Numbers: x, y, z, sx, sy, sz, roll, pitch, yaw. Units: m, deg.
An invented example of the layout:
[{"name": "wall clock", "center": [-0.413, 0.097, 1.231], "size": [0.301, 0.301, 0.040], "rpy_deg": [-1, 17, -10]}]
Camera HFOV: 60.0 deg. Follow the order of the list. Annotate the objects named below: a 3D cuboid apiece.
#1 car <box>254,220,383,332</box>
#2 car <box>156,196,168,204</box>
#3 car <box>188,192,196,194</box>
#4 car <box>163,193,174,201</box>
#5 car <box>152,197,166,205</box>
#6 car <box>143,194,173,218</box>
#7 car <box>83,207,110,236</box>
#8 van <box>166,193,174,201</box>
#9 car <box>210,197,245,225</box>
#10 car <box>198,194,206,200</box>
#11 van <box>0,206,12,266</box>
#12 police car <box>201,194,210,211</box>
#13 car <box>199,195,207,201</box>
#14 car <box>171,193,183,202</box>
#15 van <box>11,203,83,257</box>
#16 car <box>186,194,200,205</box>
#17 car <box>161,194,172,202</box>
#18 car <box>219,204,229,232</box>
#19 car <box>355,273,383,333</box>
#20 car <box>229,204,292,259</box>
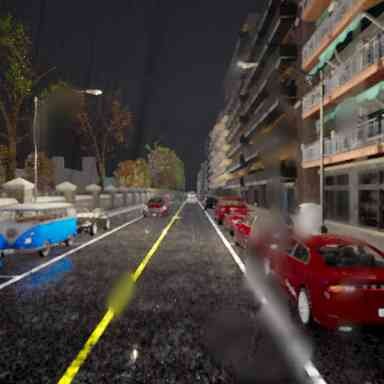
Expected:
[{"name": "car", "center": [2.693, 1.532, 6.827], "size": [1.887, 1.381, 4.507], "rpy_deg": [0, 0, 0]}, {"name": "car", "center": [-5.678, 1.511, 63.133], "size": [1.802, 1.307, 4.206], "rpy_deg": [0, 0, 0]}, {"name": "car", "center": [0.016, 1.044, 79.536], "size": [2.150, 2.045, 5.566], "rpy_deg": [0, 0, 0]}, {"name": "car", "center": [-5.676, 1.246, 80.020], "size": [2.192, 1.841, 5.009], "rpy_deg": [0, 0, 0]}, {"name": "car", "center": [-5.679, 1.500, 57.502], "size": [1.947, 1.339, 4.313], "rpy_deg": [0, 0, 0]}, {"name": "car", "center": [-3.089, 1.310, 29.662], "size": [2.097, 1.767, 4.553], "rpy_deg": [0, 0, 0]}, {"name": "car", "center": [-5.685, 1.521, 18.088], "size": [2.008, 1.369, 4.403], "rpy_deg": [0, 0, 0]}, {"name": "van", "center": [-5.675, 1.276, 85.651], "size": [1.690, 1.788, 3.998], "rpy_deg": [0, 0, 0]}, {"name": "car", "center": [2.696, 1.279, 23.717], "size": [2.192, 1.841, 5.009], "rpy_deg": [0, 0, 0]}, {"name": "car", "center": [2.706, 1.378, 91.280], "size": [1.967, 1.590, 4.097], "rpy_deg": [0, 0, 0]}, {"name": "van", "center": [-5.687, 1.328, 6.828], "size": [1.690, 1.788, 3.998], "rpy_deg": [0, 0, 0]}, {"name": "police car", "center": [2.373, 1.374, 39.537], "size": [1.930, 1.638, 5.238], "rpy_deg": [0, 0, 0]}, {"name": "car", "center": [2.704, 1.513, 80.019], "size": [1.802, 1.307, 4.206], "rpy_deg": [0, 0, 0]}, {"name": "car", "center": [-2.988, 1.377, 70.969], "size": [1.882, 1.535, 5.008], "rpy_deg": [0, 0, 0]}, {"name": "van", "center": [-5.685, 1.319, 12.458], "size": [1.690, 1.788, 3.998], "rpy_deg": [0, 0, 0]}, {"name": "car", "center": [0.012, 1.459, 58.795], "size": [1.812, 1.442, 4.674], "rpy_deg": [0, 0, 0]}, {"name": "car", "center": [-5.676, 1.368, 74.389], "size": [1.967, 1.590, 4.097], "rpy_deg": [0, 0, 0]}, {"name": "car", "center": [2.695, 1.552, 18.088], "size": [1.802, 1.307, 4.206], "rpy_deg": [0, 0, 0]}, {"name": "car", "center": [2.693, 1.548, 1.198], "size": [2.008, 1.369, 4.403], "rpy_deg": [0, 0, 0]}, {"name": "car", "center": [2.695, 1.418, 12.456], "size": [1.967, 1.590, 4.097], "rpy_deg": [0, 0, 0]}]
